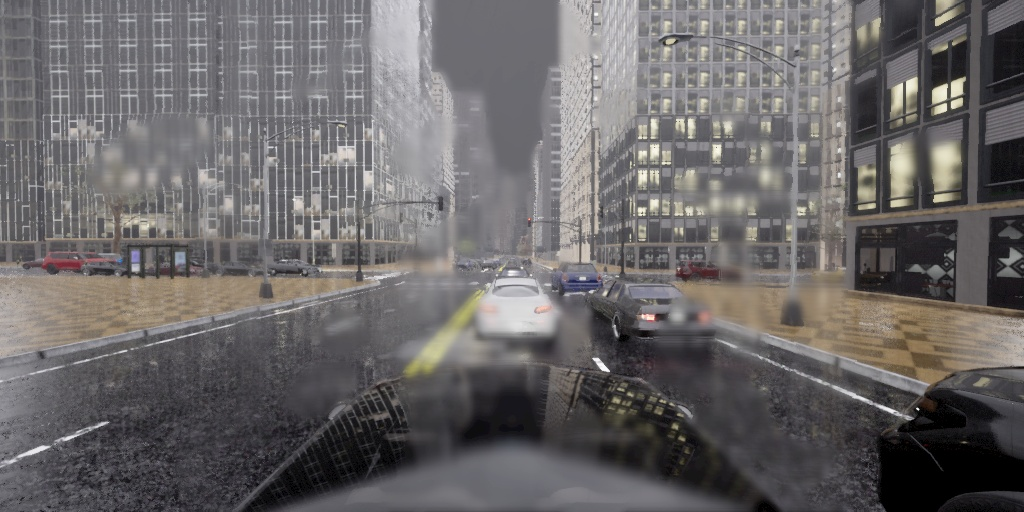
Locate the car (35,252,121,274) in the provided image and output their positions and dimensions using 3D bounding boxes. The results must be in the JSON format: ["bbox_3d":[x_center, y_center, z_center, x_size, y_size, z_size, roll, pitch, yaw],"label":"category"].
[{"bbox_3d":[-40.015,0.628,33.347,5.566,2.045,2.150,1,1,1],"label":"car"}]

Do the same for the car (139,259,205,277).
[{"bbox_3d":[-28.394,1.138,30.407,4.207,1.307,1.802,0,0,1],"label":"car"}]

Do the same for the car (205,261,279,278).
[{"bbox_3d":[-22.710,1.174,30.270,4.313,1.339,1.948,0,0,1],"label":"car"}]

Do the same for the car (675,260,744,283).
[{"bbox_3d":[16.215,1.269,29.713,5.009,1.841,2.192,0,0,1],"label":"car"}]

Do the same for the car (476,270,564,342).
[{"bbox_3d":[0.105,1.272,9.644,1.812,1.442,4.674,0,0,0],"label":"car"}]

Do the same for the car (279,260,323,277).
[{"bbox_3d":[-20.005,1.080,32.921,4.902,1.511,2.128,1,1,1],"label":"car"}]

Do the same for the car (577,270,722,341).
[{"bbox_3d":[3.358,1.293,9.782,2.033,1.411,5.357,0,0,0],"label":"car"}]

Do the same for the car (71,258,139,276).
[{"bbox_3d":[-34.074,1.069,30.585,4.313,1.339,1.948,0,0,1],"label":"car"}]

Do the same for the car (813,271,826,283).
[{"bbox_3d":[27.663,1.579,29.507,4.829,1.417,1.751,0,0,1],"label":"car"}]

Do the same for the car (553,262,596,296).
[{"bbox_3d":[3.363,1.093,19.168,2.097,1.767,4.553,0,0,0],"label":"car"}]

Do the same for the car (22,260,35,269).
[{"bbox_3d":[-50.941,0.793,39.373,4.207,1.307,1.802,0,0,1],"label":"car"}]

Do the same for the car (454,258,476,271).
[{"bbox_3d":[-6.588,1.068,49.244,2.097,1.767,4.553,0,0,1],"label":"car"}]

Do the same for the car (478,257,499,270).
[{"bbox_3d":[-3.304,1.262,51.227,2.033,1.411,5.357,0,0,0],"label":"car"}]

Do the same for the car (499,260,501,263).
[{"bbox_3d":[-3.282,1.304,60.987,1.895,1.301,4.718,0,0,0],"label":"car"}]

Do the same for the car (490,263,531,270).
[{"bbox_3d":[0.112,1.288,18.888,2.033,1.411,5.357,0,0,0],"label":"car"}]

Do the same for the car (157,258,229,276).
[{"bbox_3d":[-29.416,0.981,33.120,5.008,1.535,1.882,1,1,1],"label":"car"}]

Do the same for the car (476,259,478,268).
[{"bbox_3d":[-6.544,1.211,58.341,1.837,1.490,4.892,0,0,0],"label":"car"}]
